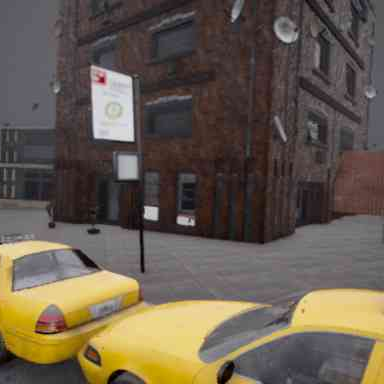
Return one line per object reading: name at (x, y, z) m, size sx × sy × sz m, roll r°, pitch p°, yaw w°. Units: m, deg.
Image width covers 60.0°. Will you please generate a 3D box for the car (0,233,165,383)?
car at (-3.200, 1.506, 5.846) m, size 5.366 × 1.575 × 1.946 m, roll 0°, pitch 0°, yaw 36°
